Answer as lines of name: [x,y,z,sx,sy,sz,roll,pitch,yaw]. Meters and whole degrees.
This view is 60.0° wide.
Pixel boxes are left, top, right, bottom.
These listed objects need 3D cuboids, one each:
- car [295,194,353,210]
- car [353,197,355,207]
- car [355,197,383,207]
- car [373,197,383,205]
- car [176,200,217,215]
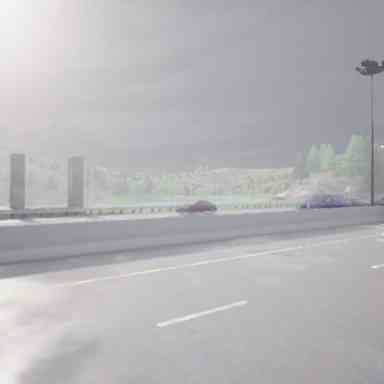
car: [11.557,1.227,29.578,5.566,2.045,2.150,0,0,-36]
car: [21.552,1.504,45.391,4.892,1.490,1.837,-1,0,-35]
car: [23.507,1.541,42.491,5.357,1.411,2.033,0,0,-35]
car: [34.099,1.555,58.682,4.718,1.301,1.895,0,0,-36]
car: [0.528,1.556,34.570,4.674,1.442,1.812,0,0,-36]
